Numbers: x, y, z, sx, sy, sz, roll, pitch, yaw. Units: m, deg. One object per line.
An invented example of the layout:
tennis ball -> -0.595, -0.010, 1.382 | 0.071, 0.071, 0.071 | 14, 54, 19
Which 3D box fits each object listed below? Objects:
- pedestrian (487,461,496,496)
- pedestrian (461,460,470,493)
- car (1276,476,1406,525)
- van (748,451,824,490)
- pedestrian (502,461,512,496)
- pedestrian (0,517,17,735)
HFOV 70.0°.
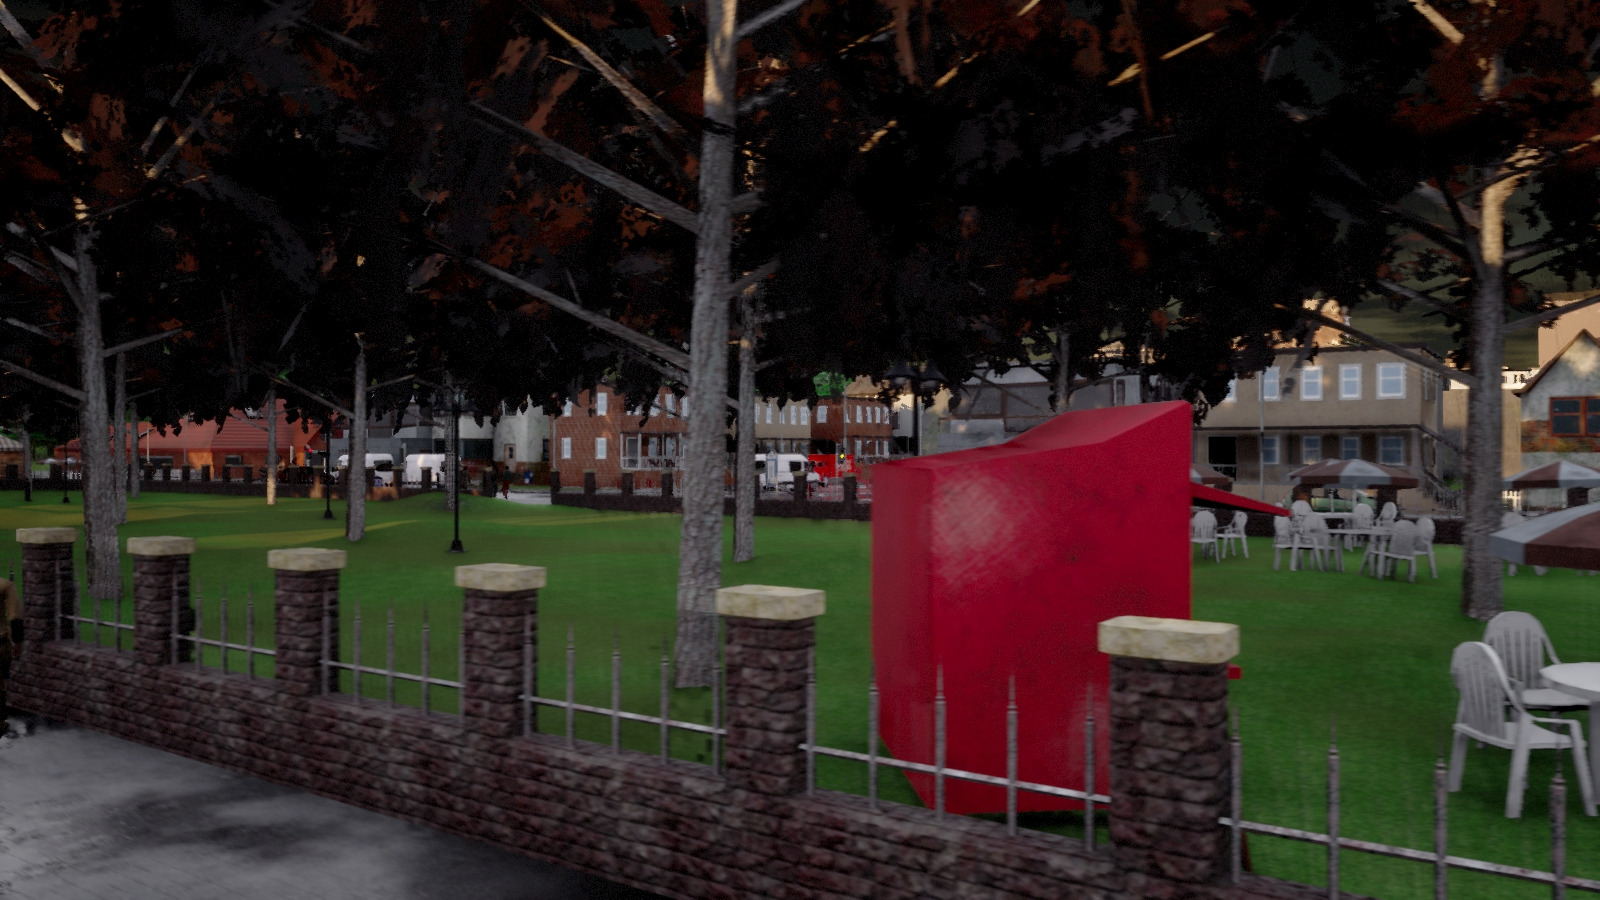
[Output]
pedestrian -> -16.715, 1.526, 61.931 | 0.375, 1.860, 0.375 | 0, 0, -42
pedestrian -> -19.034, 1.526, 64.981 | 0.375, 1.860, 0.375 | 0, 0, 1
car -> 19.449, 1.781, 41.119 | 3.988, 1.617, 1.851 | 0, 0, 34
van -> -0.869, 1.316, 76.391 | 1.988, 2.561, 5.915 | 0, 0, 36
pedestrian -> -15.867, 1.526, 61.907 | 0.375, 1.860, 0.375 | 0, 0, -39
pedestrian -> -7.058, 1.525, 9.939 | 0.375, 1.860, 0.375 | 0, 0, -40
